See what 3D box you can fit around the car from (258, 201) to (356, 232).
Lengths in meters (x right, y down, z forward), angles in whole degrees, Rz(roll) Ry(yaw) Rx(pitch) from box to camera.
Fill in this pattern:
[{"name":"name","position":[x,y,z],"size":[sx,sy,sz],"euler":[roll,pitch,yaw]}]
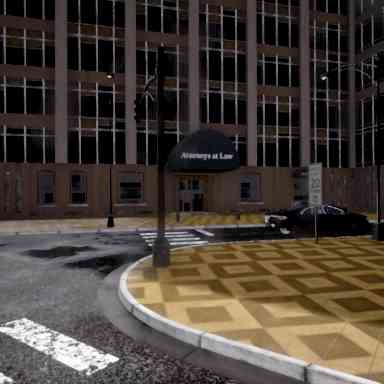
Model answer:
[{"name":"car","position":[6.480,1.313,18.925],"size":[4.902,1.511,2.128],"euler":[0,0,-14]}]

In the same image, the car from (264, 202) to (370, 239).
[{"name":"car","position":[6.082,1.309,15.891],"size":[4.902,1.511,2.128],"euler":[0,0,-14]}]
